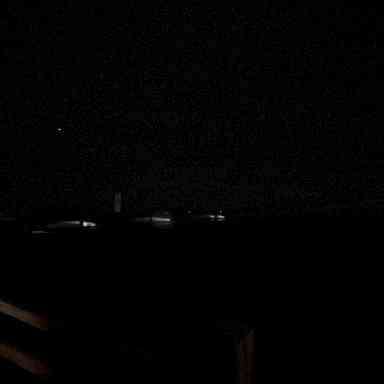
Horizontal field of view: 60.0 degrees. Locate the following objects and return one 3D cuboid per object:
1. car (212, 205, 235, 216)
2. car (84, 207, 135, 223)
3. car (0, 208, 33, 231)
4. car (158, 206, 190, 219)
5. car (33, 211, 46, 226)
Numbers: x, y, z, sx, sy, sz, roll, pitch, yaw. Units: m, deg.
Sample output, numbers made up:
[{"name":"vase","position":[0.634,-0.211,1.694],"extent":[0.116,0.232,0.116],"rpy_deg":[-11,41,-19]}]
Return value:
[{"name":"car","position":[4.969,2.844,51.643],"extent":[1.837,1.490,4.892],"rpy_deg":[3,0,36]},{"name":"car","position":[-8.163,2.225,33.467],"extent":[2.033,1.411,5.357],"rpy_deg":[3,0,36]},{"name":"car","position":[-13.197,1.943,21.413],"extent":[1.812,1.442,4.674],"rpy_deg":[3,0,36]},{"name":"car","position":[-2.199,2.496,41.756],"extent":[1.837,1.490,4.892],"rpy_deg":[3,0,36]},{"name":"car","position":[-13.601,1.951,25.871],"extent":[1.994,1.385,4.181],"rpy_deg":[3,0,36]}]
